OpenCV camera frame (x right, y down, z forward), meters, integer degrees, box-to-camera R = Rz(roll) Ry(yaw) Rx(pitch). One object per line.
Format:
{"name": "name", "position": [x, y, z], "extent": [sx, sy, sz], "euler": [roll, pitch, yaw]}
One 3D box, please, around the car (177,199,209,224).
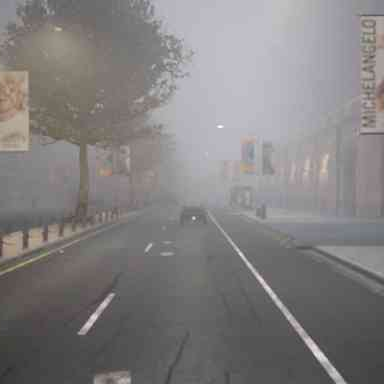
{"name": "car", "position": [0.116, 1.482, 24.503], "extent": [1.837, 1.490, 4.892], "euler": [0, 0, 0]}

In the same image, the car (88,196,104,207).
{"name": "car", "position": [-15.039, 1.427, 51.631], "extent": [1.882, 1.535, 5.008], "euler": [0, 0, 0]}

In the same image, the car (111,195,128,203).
{"name": "car", "position": [-14.957, 1.412, 67.458], "extent": [1.882, 1.535, 5.008], "euler": [0, 0, 0]}

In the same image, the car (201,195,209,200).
{"name": "car", "position": [3.303, 1.517, 83.204], "extent": [1.895, 1.301, 4.718], "euler": [0, 0, 0]}

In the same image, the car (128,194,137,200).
{"name": "car", "position": [-14.947, 1.168, 83.089], "extent": [1.837, 1.490, 4.892], "euler": [0, 0, 0]}

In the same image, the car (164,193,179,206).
{"name": "car", "position": [-3.364, 1.169, 54.484], "extent": [2.150, 2.045, 5.566], "euler": [0, 0, 0]}
